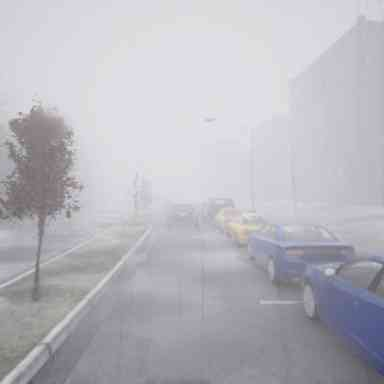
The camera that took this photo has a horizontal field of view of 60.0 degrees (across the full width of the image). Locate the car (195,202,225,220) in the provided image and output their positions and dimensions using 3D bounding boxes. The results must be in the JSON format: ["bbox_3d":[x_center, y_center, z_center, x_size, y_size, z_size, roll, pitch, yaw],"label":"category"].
[{"bbox_3d":[1.634,1.754,32.191,2.231,1.521,4.892,0,0,-5],"label":"car"}]

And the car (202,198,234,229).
[{"bbox_3d":[2.097,1.466,26.665,2.435,2.045,5.566,0,0,-4],"label":"car"}]

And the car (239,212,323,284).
[{"bbox_3d":[2.943,1.580,9.958,2.097,1.535,5.008,0,-1,-1],"label":"car"}]

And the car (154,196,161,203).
[{"bbox_3d":[-7.324,1.939,81.306,2.231,1.521,4.892,0,0,-14],"label":"car"}]

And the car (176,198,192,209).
[{"bbox_3d":[-1.388,1.855,54.326,1.946,1.575,5.366,0,0,-9],"label":"car"}]

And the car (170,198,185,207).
[{"bbox_3d":[-2.679,1.916,61.247,2.163,1.488,4.792,0,0,-11],"label":"car"}]

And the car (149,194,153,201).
[{"bbox_3d":[-9.936,1.980,92.123,2.163,1.488,4.792,0,0,-14],"label":"car"}]

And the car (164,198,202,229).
[{"bbox_3d":[-0.724,1.563,23.739,2.097,1.767,4.553,0,0,-4],"label":"car"}]

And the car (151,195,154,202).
[{"bbox_3d":[-8.627,1.986,86.702,2.002,1.452,4.674,0,0,-14],"label":"car"}]

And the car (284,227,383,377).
[{"bbox_3d":[3.031,1.525,4.390,2.097,1.535,5.008,0,-1,0],"label":"car"}]

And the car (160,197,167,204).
[{"bbox_3d":[-2.513,1.802,41.669,2.128,1.511,4.902,0,0,-7],"label":"car"}]

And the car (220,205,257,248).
[{"bbox_3d":[2.756,1.630,15.708,1.946,1.575,5.366,0,-1,-2],"label":"car"}]
